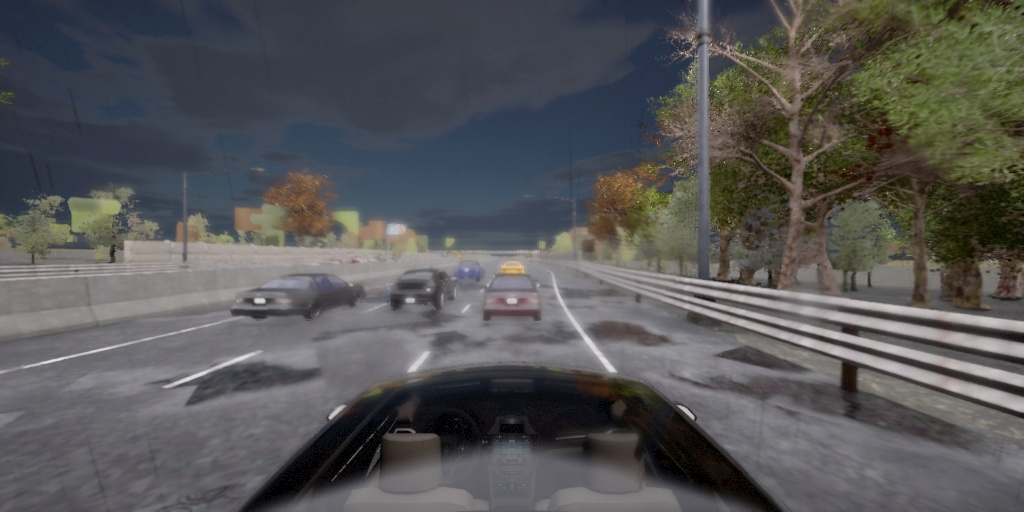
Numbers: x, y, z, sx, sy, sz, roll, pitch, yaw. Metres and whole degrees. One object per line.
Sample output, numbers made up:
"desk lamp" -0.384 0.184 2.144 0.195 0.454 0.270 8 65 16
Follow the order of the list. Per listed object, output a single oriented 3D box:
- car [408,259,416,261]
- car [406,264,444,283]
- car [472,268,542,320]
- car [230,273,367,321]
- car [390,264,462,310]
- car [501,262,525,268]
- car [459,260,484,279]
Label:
"car" -17.531 1.302 62.499 1.882 1.535 5.008 0 0 1
"car" -6.961 1.371 29.042 1.895 1.301 4.718 0 0 0
"car" 0.026 1.303 12.519 2.033 1.411 5.357 0 0 1
"car" -6.973 1.303 12.475 2.033 1.411 5.357 0 0 1
"car" -3.455 1.263 14.667 1.837 1.490 4.892 0 0 0
"car" 0.053 1.249 30.838 1.882 1.535 5.008 0 0 0
"car" -3.456 1.122 29.565 2.097 1.767 4.553 0 0 0
